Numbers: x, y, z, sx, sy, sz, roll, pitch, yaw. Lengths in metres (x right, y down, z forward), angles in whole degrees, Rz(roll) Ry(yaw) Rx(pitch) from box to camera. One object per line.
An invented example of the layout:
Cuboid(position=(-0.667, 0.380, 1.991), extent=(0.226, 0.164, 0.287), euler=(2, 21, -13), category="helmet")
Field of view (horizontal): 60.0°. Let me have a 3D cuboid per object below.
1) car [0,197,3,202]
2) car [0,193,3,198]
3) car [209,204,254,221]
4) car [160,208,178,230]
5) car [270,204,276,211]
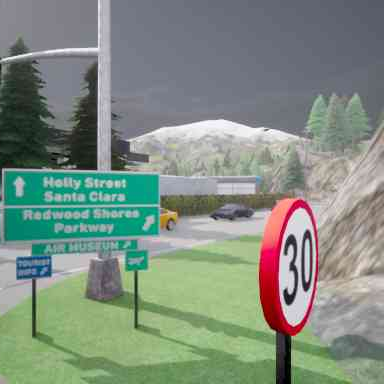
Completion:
Cuboid(position=(-12.368, 1.504, 26.054), extent=(1.905, 1.878, 3.866), euler=(0, 0, 35), category="car")
Cuboid(position=(-38.568, 1.489, 69.998), extent=(4.514, 1.523, 2.007), euler=(0, 0, 35), category="car")
Cuboid(position=(3.669, 1.739, 29.523), extent=(2.033, 1.411, 5.357), euler=(0, 0, 36), category="car")
Cuboid(position=(-2.912, 1.669, 20.479), extent=(1.882, 1.535, 5.008), euler=(0, 0, 36), category="car")
Cuboid(position=(11.184, 1.738, 39.815), extent=(2.033, 1.411, 5.357), euler=(0, 0, 36), category="car")
